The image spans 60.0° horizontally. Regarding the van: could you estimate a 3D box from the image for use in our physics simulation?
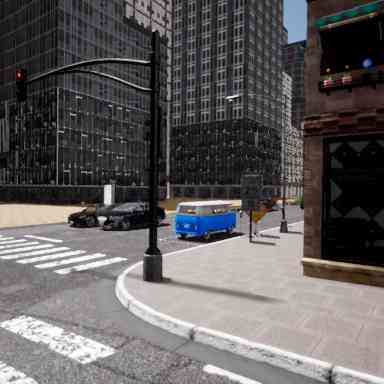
[{"bbox_3d":[0.825,1.368,17.030,1.690,1.788,3.998,1,1,35],"label":"van"}]

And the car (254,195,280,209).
[{"bbox_3d":[10.037,1.293,44.428,1.967,1.590,4.097,1,1,35],"label":"car"}]

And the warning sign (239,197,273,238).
[{"bbox_3d":[3.106,1.177,16.135,1.300,1.860,1.060,1,1,35],"label":"warning sign"}]

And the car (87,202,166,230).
[{"bbox_3d":[-3.670,1.427,20.707,2.128,1.511,4.902,1,1,35],"label":"car"}]

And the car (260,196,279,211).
[{"bbox_3d":[7.560,1.408,36.467,1.837,1.490,4.892,1,1,36],"label":"car"}]

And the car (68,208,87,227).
[{"bbox_3d":[-6.005,1.467,21.893,1.947,1.339,4.313,1,1,35],"label":"car"}]

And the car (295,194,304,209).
[{"bbox_3d":[15.416,1.159,42.100,2.150,2.045,5.566,1,1,36],"label":"car"}]

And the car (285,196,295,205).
[{"bbox_3d":[16.355,1.363,53.305,1.752,1.417,4.829,1,1,35],"label":"car"}]
